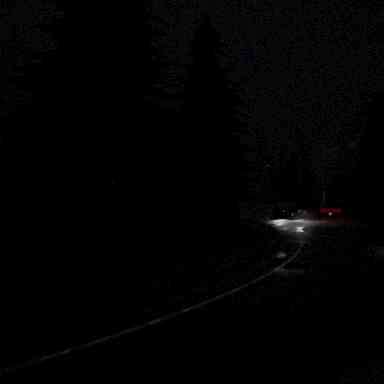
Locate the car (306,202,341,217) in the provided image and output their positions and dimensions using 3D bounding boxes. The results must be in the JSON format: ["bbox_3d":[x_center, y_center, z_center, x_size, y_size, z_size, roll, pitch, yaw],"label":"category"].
[{"bbox_3d":[12.172,1.621,31.085,1.895,1.301,4.718,0,0,4],"label":"car"}]

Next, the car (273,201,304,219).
[{"bbox_3d":[8.390,1.567,29.504,1.812,1.442,4.674,0,0,5],"label":"car"}]
